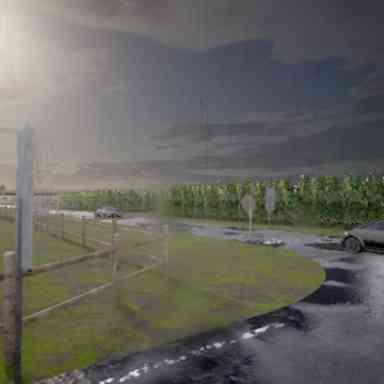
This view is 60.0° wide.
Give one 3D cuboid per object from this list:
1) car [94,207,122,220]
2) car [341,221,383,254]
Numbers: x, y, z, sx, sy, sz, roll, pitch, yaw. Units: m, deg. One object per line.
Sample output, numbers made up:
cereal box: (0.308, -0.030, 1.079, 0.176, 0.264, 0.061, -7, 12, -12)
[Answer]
car: (-9.248, 2.305, 36.594, 1.994, 1.385, 4.181, 1, -2, -35)
car: (7.803, 1.732, 12.305, 1.994, 1.385, 4.181, 1, -2, -35)
